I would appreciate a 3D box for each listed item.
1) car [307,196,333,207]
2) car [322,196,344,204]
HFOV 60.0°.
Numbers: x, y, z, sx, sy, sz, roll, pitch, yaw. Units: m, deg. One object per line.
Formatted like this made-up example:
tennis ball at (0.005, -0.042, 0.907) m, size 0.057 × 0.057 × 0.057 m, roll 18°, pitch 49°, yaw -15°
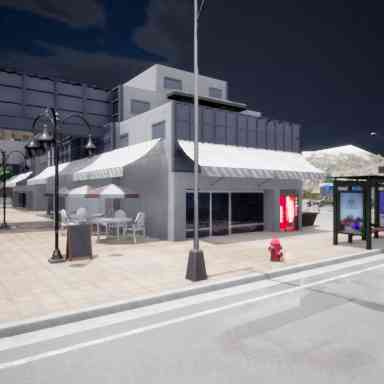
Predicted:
car at (19.116, 1.345, 48.773) m, size 5.027 × 1.636 × 2.152 m, roll 0°, pitch 0°, yaw -36°
car at (28.398, 1.489, 66.886) m, size 4.514 × 1.523 × 2.007 m, roll 0°, pitch 0°, yaw -36°
